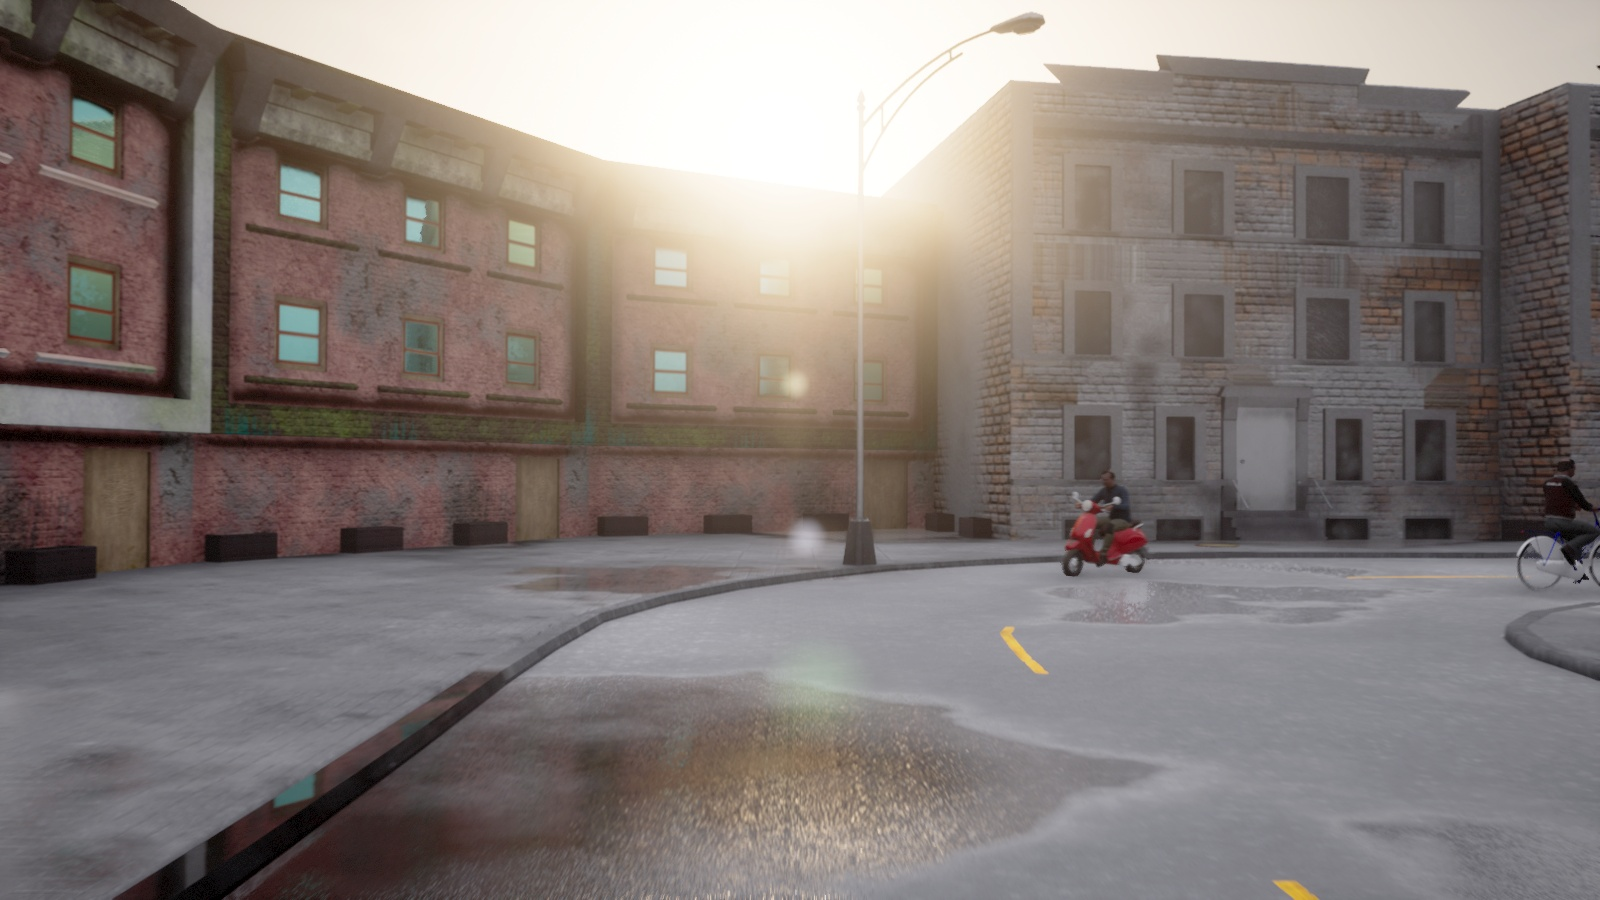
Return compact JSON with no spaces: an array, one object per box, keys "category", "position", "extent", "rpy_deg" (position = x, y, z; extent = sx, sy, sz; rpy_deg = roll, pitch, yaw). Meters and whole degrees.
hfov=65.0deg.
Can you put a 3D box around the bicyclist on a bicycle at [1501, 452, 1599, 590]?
[{"category":"bicyclist on a bicycle","position":[10.419,0.925,16.775],"extent":[1.843,1.776,0.659],"rpy_deg":[0,0,-11]}]

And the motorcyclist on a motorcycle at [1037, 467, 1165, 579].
[{"category":"motorcyclist on a motorcycle","position":[4.571,1.071,19.060],"extent":[1.817,1.590,0.866],"rpy_deg":[0,1,-34]}]
